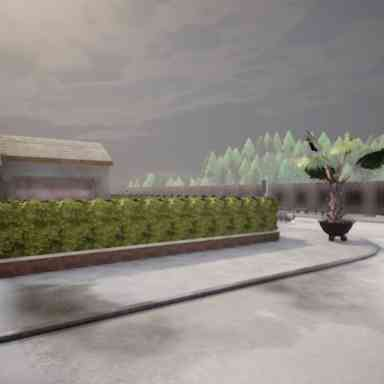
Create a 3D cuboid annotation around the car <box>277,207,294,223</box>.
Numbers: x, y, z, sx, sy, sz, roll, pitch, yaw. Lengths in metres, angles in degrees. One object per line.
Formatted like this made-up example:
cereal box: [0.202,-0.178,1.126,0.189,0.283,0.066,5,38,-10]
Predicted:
car: [5.421,1.494,25.082,2.128,1.511,4.902,0,0,-35]
